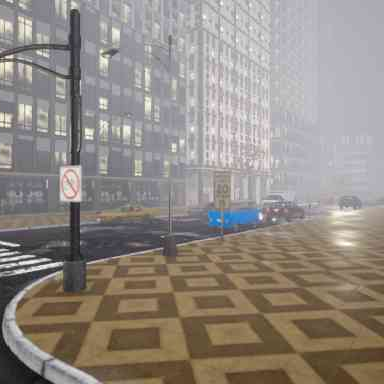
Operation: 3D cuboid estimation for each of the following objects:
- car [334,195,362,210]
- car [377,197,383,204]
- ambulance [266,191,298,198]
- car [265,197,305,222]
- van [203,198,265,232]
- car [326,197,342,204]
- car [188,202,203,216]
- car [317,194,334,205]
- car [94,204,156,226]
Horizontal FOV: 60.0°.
[{"bbox_3d":[21.218,1.369,44.490,2.192,1.841,5.009,0,0,38],"label":"car"},{"bbox_3d":[38.211,1.659,66.514,1.947,1.339,4.313,0,0,38],"label":"car"},{"bbox_3d":[10.254,1.063,38.979,2.351,2.431,6.366,0,0,38],"label":"ambulance"},{"bbox_3d":[7.623,1.472,26.870,1.967,1.590,4.097,0,0,38],"label":"car"},{"bbox_3d":[2.652,1.368,20.247,1.690,1.788,3.998,0,0,38],"label":"van"},{"bbox_3d":[28.575,1.625,66.924,2.008,1.369,4.403,0,0,38],"label":"car"},{"bbox_3d":[1.384,1.604,31.685,1.802,1.307,4.206,0,0,38],"label":"car"},{"bbox_3d":[25.176,1.381,62.520,2.192,1.841,5.009,0,0,38],"label":"car"},{"bbox_3d":[-4.733,1.540,23.969,1.752,1.417,4.829,0,0,38],"label":"car"}]
